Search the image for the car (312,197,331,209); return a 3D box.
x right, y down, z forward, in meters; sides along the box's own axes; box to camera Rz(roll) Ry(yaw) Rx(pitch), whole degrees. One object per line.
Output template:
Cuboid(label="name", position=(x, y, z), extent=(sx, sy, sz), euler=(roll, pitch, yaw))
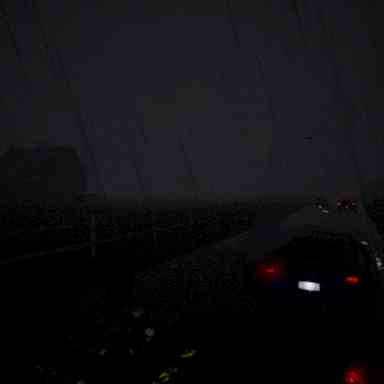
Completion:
Cuboid(label="car", position=(15.743, 1.303, 40.185), extent=(2.033, 1.411, 5.357), euler=(0, 0, 26))

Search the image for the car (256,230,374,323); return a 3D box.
Cuboid(label="car", position=(2.822, 1.520, 7.327), extent=(1.994, 1.385, 4.181), euler=(0, 0, 26))

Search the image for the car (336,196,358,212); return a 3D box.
Cuboid(label="car", position=(16.309, 1.310, 34.944), extent=(1.812, 1.442, 4.674), euler=(0, 0, 26))

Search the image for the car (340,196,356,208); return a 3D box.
Cuboid(label="car", position=(20.782, 1.246, 44.259), extent=(1.812, 1.442, 4.674), euler=(0, 0, 26))
